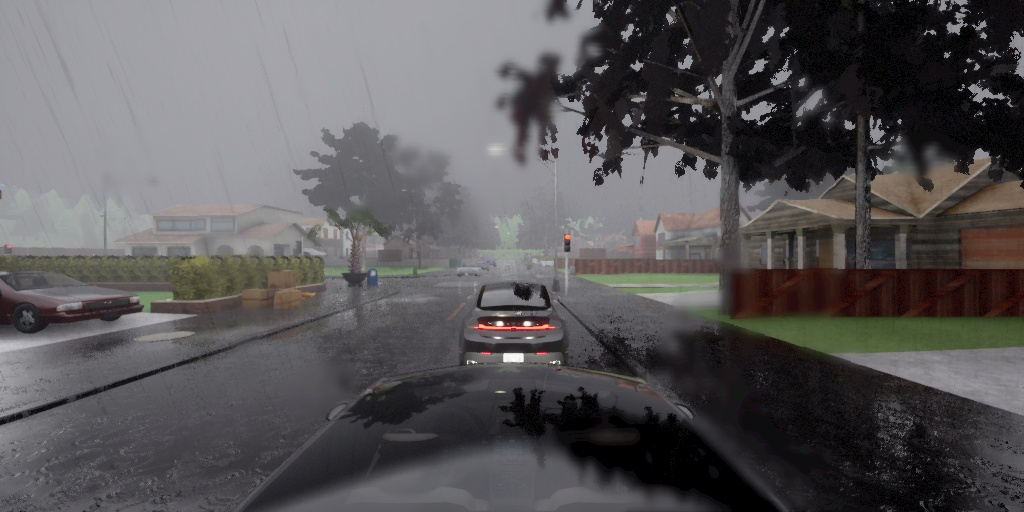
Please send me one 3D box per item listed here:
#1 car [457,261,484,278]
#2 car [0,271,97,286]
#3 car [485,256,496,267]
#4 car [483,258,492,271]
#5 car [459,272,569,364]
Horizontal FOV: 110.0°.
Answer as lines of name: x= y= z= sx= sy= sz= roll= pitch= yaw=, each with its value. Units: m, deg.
car: x=-4.100 y=1.351 z=34.438 sx=1.895 sy=1.301 sz=4.718 roll=0 pitch=0 yaw=0
car: x=-34.225 y=1.241 z=26.760 sx=4.902 sy=1.511 sz=2.128 roll=0 pitch=0 yaw=0
car: x=-4.053 y=0.972 z=65.092 sx=2.150 sy=2.045 sz=5.566 roll=0 pitch=0 yaw=0
car: x=-4.098 y=1.314 z=47.931 sx=1.994 sy=1.385 sz=4.181 roll=0 pitch=0 yaw=0
car: x=0.043 y=1.255 z=7.686 sx=1.837 sy=1.490 sz=4.892 roll=0 pitch=0 yaw=0
